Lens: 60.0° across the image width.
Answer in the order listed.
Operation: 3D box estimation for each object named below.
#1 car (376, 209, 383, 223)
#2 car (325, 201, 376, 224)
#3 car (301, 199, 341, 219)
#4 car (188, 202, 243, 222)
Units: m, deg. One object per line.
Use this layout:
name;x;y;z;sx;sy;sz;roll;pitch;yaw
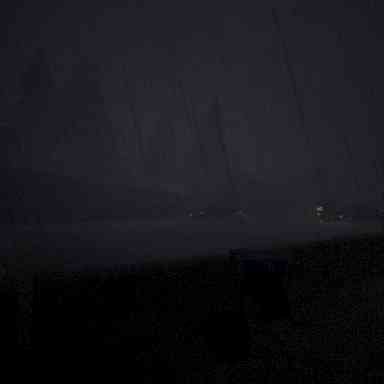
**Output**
car;15.838;1.306;23.881;5.566;2.045;2.150;0;0;-35
car;12.737;1.644;25.966;4.181;1.385;1.994;0;0;-35
car;11.808;1.437;29.601;4.553;1.767;2.097;0;0;-35
car;1.927;1.546;26.857;4.902;1.511;2.128;0;0;-35
